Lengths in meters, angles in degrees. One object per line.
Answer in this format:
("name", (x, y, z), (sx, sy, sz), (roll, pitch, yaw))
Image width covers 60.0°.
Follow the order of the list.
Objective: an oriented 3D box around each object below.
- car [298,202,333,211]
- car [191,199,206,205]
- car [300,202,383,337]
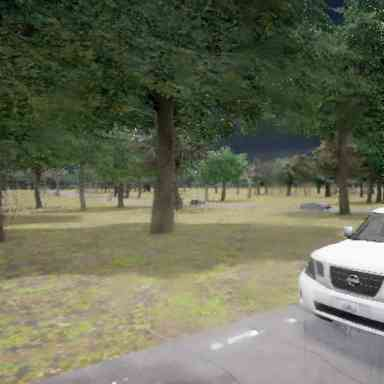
("car", (20.928, 2.383, 56.443), (2.033, 1.411, 5.357), (0, -1, -35))
("car", (1.517, 2.611, 84.129), (1.837, 1.490, 4.892), (0, -1, -35))
("car", (4.439, 1.258, 6.236), (5.566, 2.045, 2.150), (0, 0, -35))
